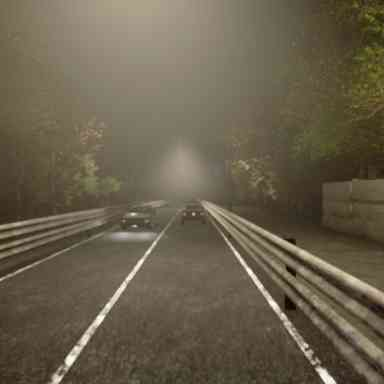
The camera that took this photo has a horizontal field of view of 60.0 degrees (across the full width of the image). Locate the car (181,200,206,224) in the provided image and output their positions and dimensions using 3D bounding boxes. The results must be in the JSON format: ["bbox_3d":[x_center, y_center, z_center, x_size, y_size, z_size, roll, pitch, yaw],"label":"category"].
[{"bbox_3d":[0.100,1.604,25.476,2.033,1.411,5.357,0,0,0],"label":"car"}]

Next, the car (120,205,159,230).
[{"bbox_3d":[-3.260,1.579,21.668,2.033,1.411,5.357,0,0,0],"label":"car"}]
